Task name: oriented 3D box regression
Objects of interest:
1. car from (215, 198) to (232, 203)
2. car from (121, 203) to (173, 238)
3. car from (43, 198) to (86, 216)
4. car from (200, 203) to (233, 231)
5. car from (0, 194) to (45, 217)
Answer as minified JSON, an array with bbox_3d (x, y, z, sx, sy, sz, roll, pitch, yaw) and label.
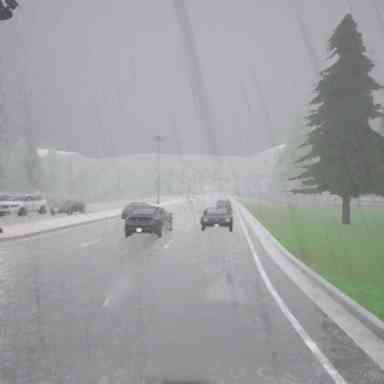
[{"bbox_3d":[3.994,1.521,41.976,2.128,1.511,4.902,0,0,6],"label":"car"},{"bbox_3d":[-2.211,1.515,17.908,1.837,1.490,4.892,0,0,6],"label":"car"},{"bbox_3d":[-12.293,1.506,33.185,2.128,1.511,4.902,0,0,7],"label":"car"},{"bbox_3d":[1.632,1.616,20.976,1.895,1.301,4.718,0,0,6],"label":"car"},{"bbox_3d":[-15.996,1.234,31.619,2.150,2.045,5.566,0,0,6],"label":"car"}]
